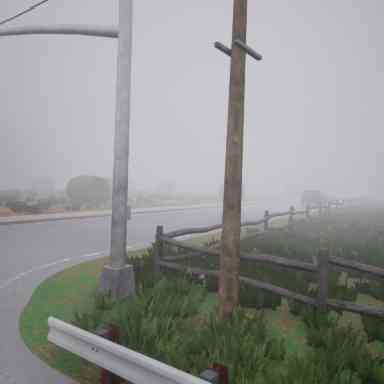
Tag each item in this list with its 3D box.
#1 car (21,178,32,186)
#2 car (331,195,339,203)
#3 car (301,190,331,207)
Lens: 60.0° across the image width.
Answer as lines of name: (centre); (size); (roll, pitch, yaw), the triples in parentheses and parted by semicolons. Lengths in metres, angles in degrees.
car: (-39.208, -2.341, 79.243); (1.905, 1.878, 3.866); (8, 2, -13)
car: (21.135, 1.131, 50.745); (1.994, 1.385, 4.181); (3, 2, 33)
car: (15.385, 0.808, 41.846); (2.150, 2.045, 5.566); (3, 2, 34)
